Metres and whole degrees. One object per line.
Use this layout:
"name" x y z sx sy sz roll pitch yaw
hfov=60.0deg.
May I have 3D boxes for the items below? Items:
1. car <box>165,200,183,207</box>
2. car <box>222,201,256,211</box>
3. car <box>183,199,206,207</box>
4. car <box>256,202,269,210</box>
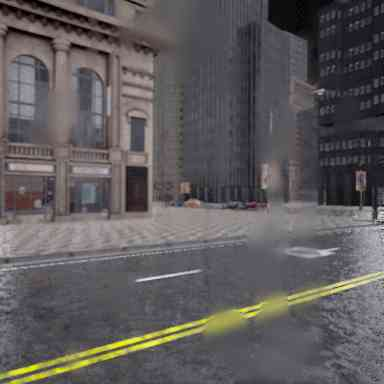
"car" -3.486 2.399 67.215 2.033 1.411 5.357 1 -1 -35
"car" 6.952 2.156 52.393 2.033 1.411 5.357 1 -1 -35
"car" 0.793 2.130 66.792 2.097 1.767 4.553 0 -1 -35
"car" 10.055 2.227 53.640 1.895 1.301 4.718 1 -1 -35
